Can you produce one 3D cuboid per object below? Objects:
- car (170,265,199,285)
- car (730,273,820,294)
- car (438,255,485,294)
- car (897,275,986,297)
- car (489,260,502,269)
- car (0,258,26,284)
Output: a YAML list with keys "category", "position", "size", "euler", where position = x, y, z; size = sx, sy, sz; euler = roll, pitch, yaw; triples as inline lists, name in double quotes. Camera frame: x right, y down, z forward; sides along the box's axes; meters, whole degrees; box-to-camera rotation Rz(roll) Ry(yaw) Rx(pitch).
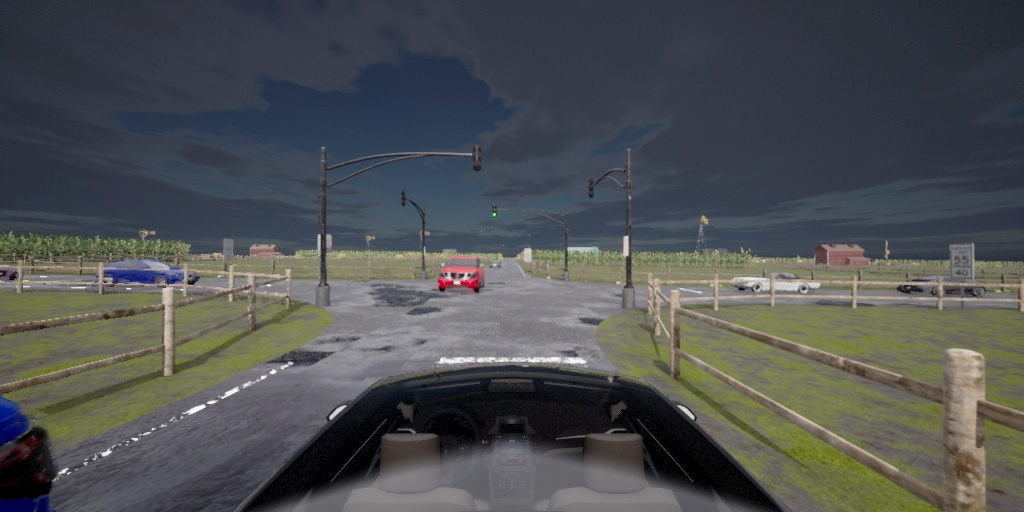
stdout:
- category: "car"
  position: [-20.275, 0.952, 20.017]
  size: [4.674, 1.442, 1.812]
  euler: [1, 0, 0]
- category: "car"
  position: [17.272, 1.756, 23.749]
  size: [4.718, 1.301, 1.895]
  euler: [1, 0, 2]
- category: "car"
  position: [-2.769, 0.989, 20.761]
  size: [2.150, 2.045, 5.566]
  euler: [1, 0, 0]
- category: "car"
  position: [28.324, 1.931, 23.745]
  size: [4.181, 1.385, 1.994]
  euler: [1, 0, 1]
- category: "car"
  position: [-2.745, 1.368, 59.813]
  size: [2.128, 1.511, 4.902]
  euler: [0, 0, 0]
- category: "car"
  position: [-30.604, 0.803, 20.014]
  size: [4.181, 1.385, 1.994]
  euler: [1, 0, 0]
